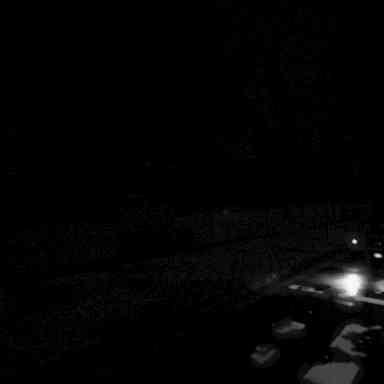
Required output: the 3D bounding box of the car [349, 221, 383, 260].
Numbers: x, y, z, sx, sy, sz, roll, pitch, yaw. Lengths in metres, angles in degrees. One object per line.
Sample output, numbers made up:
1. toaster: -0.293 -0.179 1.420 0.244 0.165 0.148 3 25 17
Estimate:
1. car: 7.513 1.812 12.684 1.895 1.301 4.718 0 -1 39
